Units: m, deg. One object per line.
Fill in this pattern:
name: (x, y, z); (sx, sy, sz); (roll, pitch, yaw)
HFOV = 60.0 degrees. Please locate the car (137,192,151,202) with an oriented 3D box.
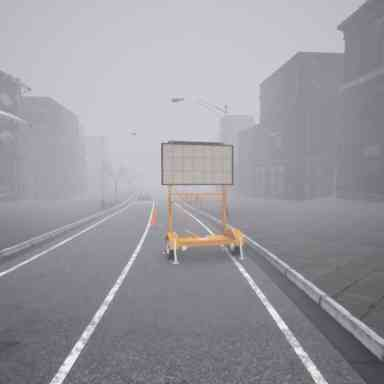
car: (-7.374, 0.721, 51.245); (1.994, 1.385, 4.181); (0, 1, -6)

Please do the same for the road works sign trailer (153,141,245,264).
road works sign trailer: (0.141, 0.179, 10.841); (2.380, 3.560, 2.880); (-1, 1, -16)
